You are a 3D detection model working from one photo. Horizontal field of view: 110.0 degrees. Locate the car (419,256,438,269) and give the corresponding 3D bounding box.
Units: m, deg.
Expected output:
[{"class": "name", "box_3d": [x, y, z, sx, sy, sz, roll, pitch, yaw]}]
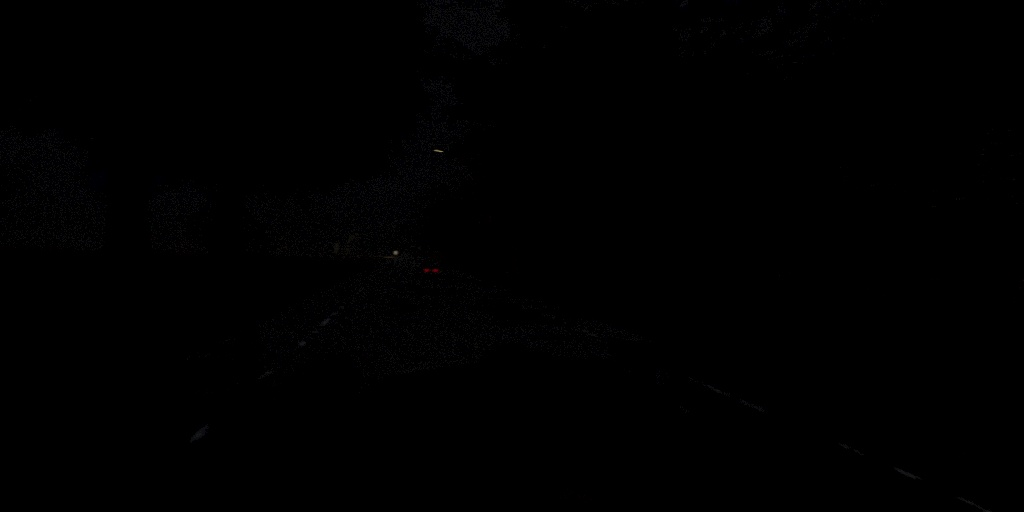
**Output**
[{"class": "car", "box_3d": [-11.243, 0.970, 49.020, 1.895, 1.301, 4.718, 4, -1, -17]}]
